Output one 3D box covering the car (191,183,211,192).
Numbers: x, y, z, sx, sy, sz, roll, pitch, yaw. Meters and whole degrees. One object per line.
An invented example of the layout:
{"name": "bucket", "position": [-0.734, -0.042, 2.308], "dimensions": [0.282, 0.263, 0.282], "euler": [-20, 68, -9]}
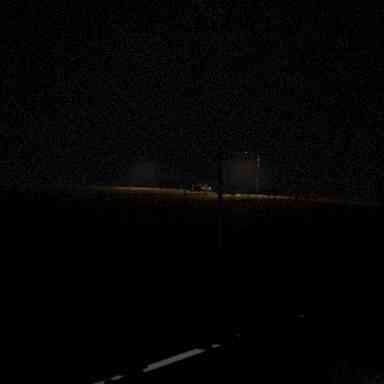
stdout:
{"name": "car", "position": [1.737, -0.846, 64.550], "dimensions": [2.097, 1.767, 4.553], "euler": [1, 2, -36]}
